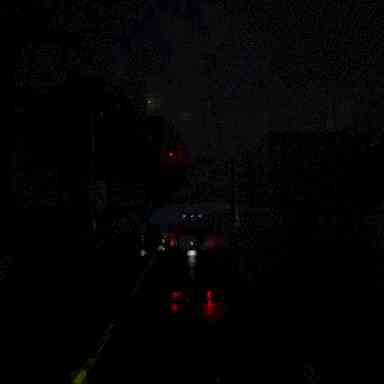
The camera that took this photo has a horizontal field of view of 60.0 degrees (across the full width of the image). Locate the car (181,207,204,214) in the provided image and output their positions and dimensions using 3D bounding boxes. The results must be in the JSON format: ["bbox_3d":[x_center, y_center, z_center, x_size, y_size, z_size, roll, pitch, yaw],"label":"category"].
[{"bbox_3d":[0.091,1.954,28.263,1.895,1.301,4.718,0,-1,2],"label":"car"}]

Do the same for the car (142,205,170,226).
[{"bbox_3d":[-2.781,1.805,26.440,1.882,1.535,5.008,0,-1,0],"label":"car"}]

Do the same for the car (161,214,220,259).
[{"bbox_3d":[0.017,1.756,13.261,1.895,1.301,4.718,0,-1,0],"label":"car"}]

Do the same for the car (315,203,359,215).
[{"bbox_3d":[15.471,1.820,35.501,4.403,1.369,2.008,0,-1,0],"label":"car"}]

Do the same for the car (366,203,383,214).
[{"bbox_3d":[21.315,1.749,35.542,4.829,1.417,1.752,0,-1,0],"label":"car"}]
